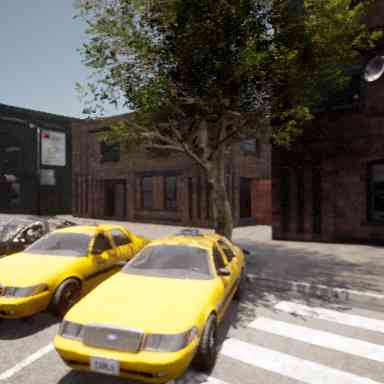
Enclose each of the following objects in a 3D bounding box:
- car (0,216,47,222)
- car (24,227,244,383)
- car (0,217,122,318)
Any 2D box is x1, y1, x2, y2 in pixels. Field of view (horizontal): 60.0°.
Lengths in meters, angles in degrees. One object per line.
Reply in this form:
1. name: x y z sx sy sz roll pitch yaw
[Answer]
1. car: -5.002 1.480 9.677 2.231 1.521 4.892 1 -1 16
2. car: -0.173 1.477 6.000 1.946 1.575 5.366 1 -1 16
3. car: -2.616 1.475 7.745 1.946 1.575 5.366 1 -1 16
